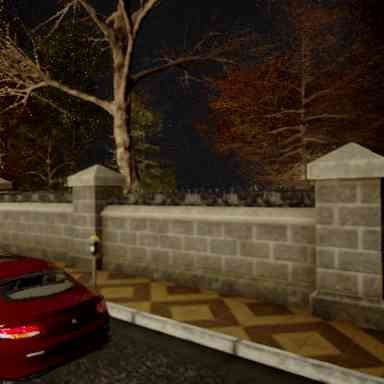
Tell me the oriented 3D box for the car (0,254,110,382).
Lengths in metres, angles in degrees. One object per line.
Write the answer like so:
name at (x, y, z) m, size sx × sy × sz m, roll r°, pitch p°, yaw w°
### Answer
car at (-3.015, 1.616, 5.032) m, size 4.206 × 1.307 × 1.802 m, roll 0°, pitch -1°, yaw 35°
